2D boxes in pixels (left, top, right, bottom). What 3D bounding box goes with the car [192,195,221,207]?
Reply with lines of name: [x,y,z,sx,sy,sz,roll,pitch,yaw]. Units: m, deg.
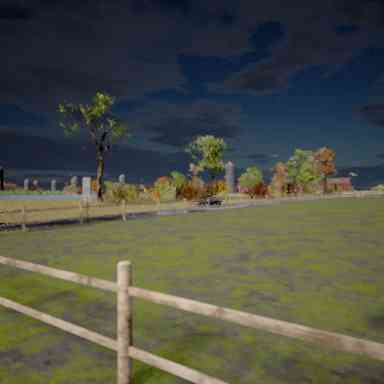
car: [1.933,1.190,43.039,1.837,1.490,4.892,-2,0,35]
